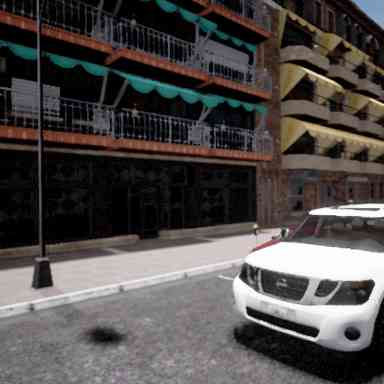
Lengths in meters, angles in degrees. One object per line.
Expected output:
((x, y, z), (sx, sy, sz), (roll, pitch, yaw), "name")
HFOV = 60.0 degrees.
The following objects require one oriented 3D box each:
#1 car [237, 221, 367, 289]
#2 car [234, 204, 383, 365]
((3.438, 1.687, 9.986), (4.206, 1.307, 1.802), (0, -2, -42), "car")
((3.226, 1.284, 6.375), (5.566, 2.045, 2.150), (0, -1, -42), "car")
